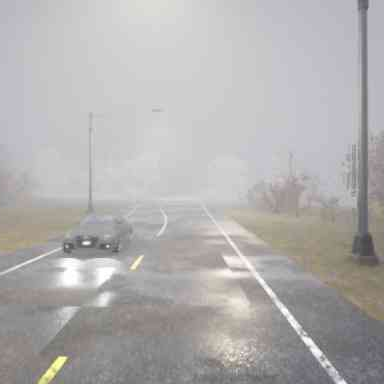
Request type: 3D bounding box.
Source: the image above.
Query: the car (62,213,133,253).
[{"bbox_3d":[-3.644,1.568,13.478,1.994,1.385,4.181,0,0,-1],"label":"car"}]
